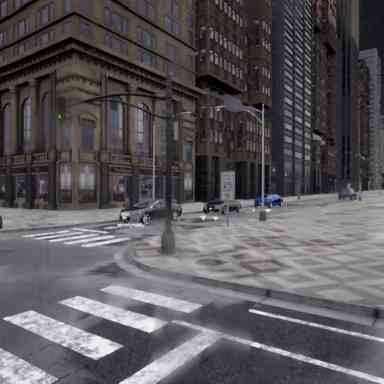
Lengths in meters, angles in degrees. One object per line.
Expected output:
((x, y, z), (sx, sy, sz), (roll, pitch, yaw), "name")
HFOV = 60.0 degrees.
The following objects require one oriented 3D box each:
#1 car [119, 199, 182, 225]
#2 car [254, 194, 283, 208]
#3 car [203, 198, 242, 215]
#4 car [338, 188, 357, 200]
((-2.616, 1.236, 21.893), (2.128, 1.511, 4.902), (0, 1, 36), "car")
((8.749, 0.961, 37.766), (1.882, 1.535, 5.008), (0, 1, 36), "car")
((2.718, 1.185, 29.342), (1.994, 1.385, 4.181), (0, 1, 36), "car")
((27.047, 0.361, 57.845), (2.150, 2.045, 5.566), (0, 1, 36), "car")
